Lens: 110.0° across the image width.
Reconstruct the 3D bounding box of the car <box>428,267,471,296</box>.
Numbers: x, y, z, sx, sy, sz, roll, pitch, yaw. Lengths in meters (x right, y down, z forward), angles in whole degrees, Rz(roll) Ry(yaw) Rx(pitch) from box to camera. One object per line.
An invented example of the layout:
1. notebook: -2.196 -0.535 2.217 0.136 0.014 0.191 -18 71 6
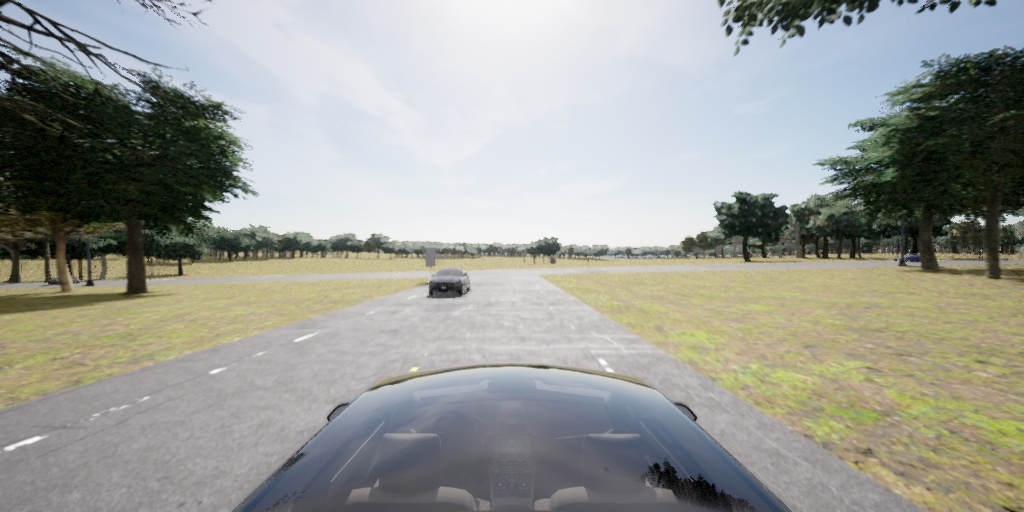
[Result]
1. car: -3.596 1.422 21.305 1.882 1.535 5.008 0 -1 0
